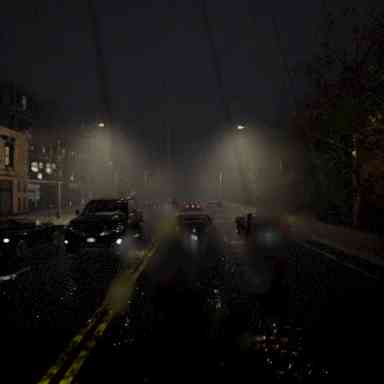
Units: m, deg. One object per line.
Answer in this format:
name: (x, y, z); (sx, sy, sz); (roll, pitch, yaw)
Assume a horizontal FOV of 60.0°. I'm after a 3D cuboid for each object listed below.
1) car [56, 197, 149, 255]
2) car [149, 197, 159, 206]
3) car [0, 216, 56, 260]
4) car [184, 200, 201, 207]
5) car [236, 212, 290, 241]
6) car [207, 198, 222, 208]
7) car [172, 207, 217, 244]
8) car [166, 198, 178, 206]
car: (-3.357, 1.245, 13.831); (2.150, 2.045, 5.566); (0, 0, 0)
car: (-6.573, 1.615, 55.800); (1.812, 1.442, 4.674); (0, 0, 1)
car: (-6.607, 1.623, 12.692); (1.895, 1.301, 4.718); (0, 0, 0)
car: (0.083, 1.612, 39.219); (2.033, 1.411, 5.357); (0, 0, 0)
car: (3.341, 1.629, 16.671); (1.895, 1.301, 4.718); (0, 0, 0)
car: (3.326, 1.570, 49.594); (2.128, 1.511, 4.902); (0, 0, 0)
car: (0.092, 1.628, 16.035); (1.895, 1.301, 4.718); (0, 0, 0)
car: (-3.319, 1.636, 55.945); (2.033, 1.411, 5.357); (0, 0, 1)
